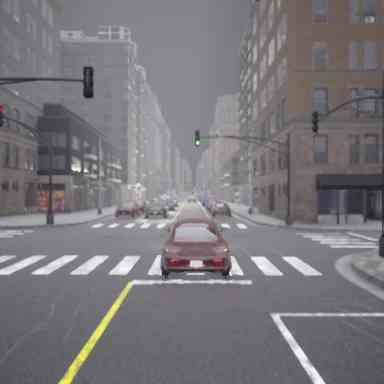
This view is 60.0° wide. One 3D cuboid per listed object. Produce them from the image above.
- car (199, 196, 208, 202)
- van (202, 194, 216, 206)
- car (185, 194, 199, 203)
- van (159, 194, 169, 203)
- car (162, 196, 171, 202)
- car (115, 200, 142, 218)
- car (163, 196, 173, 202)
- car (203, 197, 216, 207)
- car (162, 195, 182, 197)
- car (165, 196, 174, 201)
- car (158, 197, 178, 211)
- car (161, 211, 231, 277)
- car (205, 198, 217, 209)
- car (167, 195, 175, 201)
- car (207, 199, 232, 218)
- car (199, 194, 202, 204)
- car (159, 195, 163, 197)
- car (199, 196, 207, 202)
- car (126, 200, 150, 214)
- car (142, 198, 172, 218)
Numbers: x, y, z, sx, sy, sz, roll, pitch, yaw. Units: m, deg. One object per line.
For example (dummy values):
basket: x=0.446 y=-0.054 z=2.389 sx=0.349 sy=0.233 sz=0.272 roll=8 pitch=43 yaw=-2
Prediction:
car: x=2.667 y=1.645 z=76.086 sx=1.947 sy=1.339 sz=4.313 roll=1 pitch=0 yaw=0
van: x=2.672 y=1.385 z=47.720 sx=1.690 sy=1.788 sz=3.998 roll=1 pitch=0 yaw=0
car: x=-0.007 y=1.612 z=70.433 sx=2.033 sy=1.411 sz=5.357 roll=0 pitch=0 yaw=0
van: x=-5.856 y=1.413 z=70.418 sx=1.690 sy=1.788 sz=3.998 roll=1 pitch=0 yaw=0
car: x=-5.859 y=1.661 z=76.090 sx=1.802 sy=1.307 sz=4.206 roll=1 pitch=0 yaw=0
car: x=-5.854 y=1.572 z=30.707 sx=1.887 sy=1.381 sz=4.507 roll=1 pitch=0 yaw=0
car: x=-5.859 y=1.637 z=81.763 sx=2.008 sy=1.369 sz=4.403 roll=1 pitch=0 yaw=0
car: x=2.670 y=1.620 z=42.046 sx=1.802 sy=1.307 sz=4.206 roll=1 pitch=0 yaw=0
car: x=-3.040 y=1.595 z=50.730 sx=2.033 sy=1.411 sz=5.357 roll=0 pitch=0 yaw=1
car: x=-5.860 y=1.659 z=87.436 sx=1.947 sy=1.339 sz=4.313 roll=1 pitch=0 yaw=0
car: x=-3.094 y=1.601 z=40.291 sx=1.994 sy=1.385 sz=4.181 roll=0 pitch=0 yaw=0
car: x=0.103 y=1.530 z=10.184 sx=1.812 sy=1.442 sz=4.674 roll=0 pitch=0 yaw=0
car: x=2.671 y=1.615 z=36.373 sx=1.802 sy=1.307 sz=4.206 roll=1 pitch=0 yaw=0
car: x=-5.860 y=1.666 z=93.109 sx=1.947 sy=1.339 sz=4.313 roll=1 pitch=0 yaw=0
car: x=2.672 y=1.609 z=30.699 sx=1.802 sy=1.307 sz=4.206 roll=1 pitch=0 yaw=0
car: x=2.672 y=1.366 z=53.393 sx=2.192 sy=1.841 sz=5.009 roll=1 pitch=0 yaw=0
car: x=-5.856 y=1.633 z=53.399 sx=1.802 sy=1.307 sz=4.206 roll=1 pitch=0 yaw=0
car: x=2.667 y=1.612 z=81.930 sx=1.752 sy=1.417 sz=4.829 roll=1 pitch=0 yaw=0
car: x=-5.854 y=1.577 z=36.381 sx=1.887 sy=1.381 sz=4.507 roll=1 pitch=0 yaw=0
car: x=-3.100 y=1.532 z=30.327 sx=1.837 sy=1.490 sz=4.892 roll=0 pitch=0 yaw=0
